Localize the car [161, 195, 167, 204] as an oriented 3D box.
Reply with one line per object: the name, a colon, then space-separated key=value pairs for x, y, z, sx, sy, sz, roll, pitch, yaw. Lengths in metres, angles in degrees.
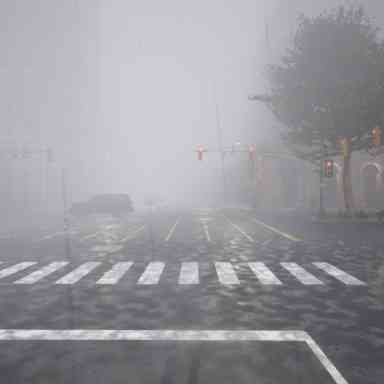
car: x=-6.674 y=1.352 z=64.256 sx=2.097 sy=1.767 sz=4.553 roll=0 pitch=0 yaw=1

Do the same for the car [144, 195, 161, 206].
car: x=-6.759 y=1.478 z=55.190 sx=1.882 sy=1.535 sz=5.008 roll=0 pitch=0 yaw=1

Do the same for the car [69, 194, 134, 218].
car: x=-7.942 y=1.221 z=29.498 sx=5.566 sy=2.045 sz=2.150 roll=0 pitch=0 yaw=0
